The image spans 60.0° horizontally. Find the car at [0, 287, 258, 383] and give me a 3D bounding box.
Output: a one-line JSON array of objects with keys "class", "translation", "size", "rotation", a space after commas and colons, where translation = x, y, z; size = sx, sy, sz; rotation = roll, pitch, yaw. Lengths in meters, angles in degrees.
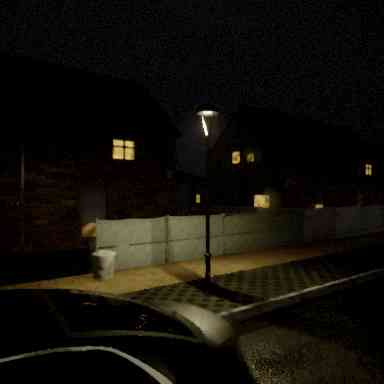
[{"class": "car", "translation": [-1.764, 1.505, 1.814], "size": [4.892, 1.490, 1.837], "rotation": [0, 0, -35]}]
